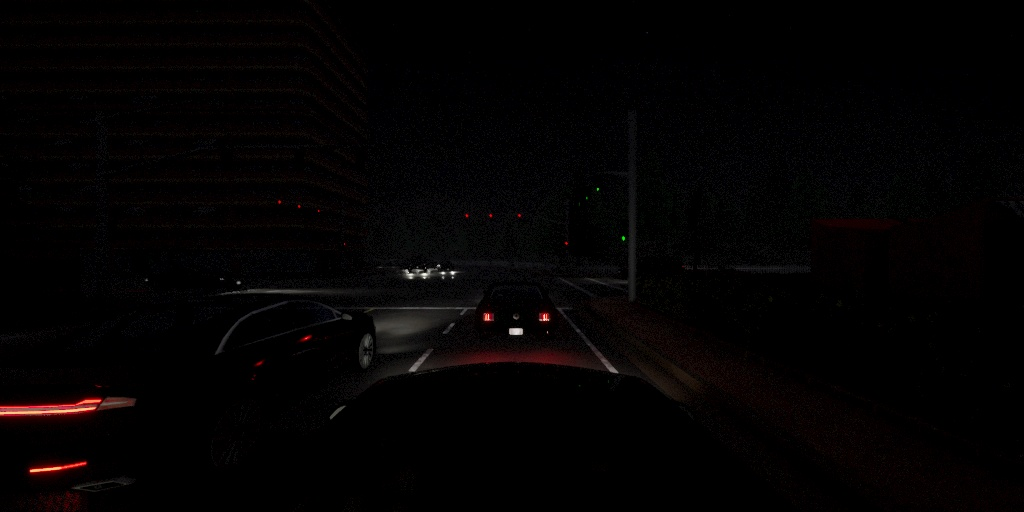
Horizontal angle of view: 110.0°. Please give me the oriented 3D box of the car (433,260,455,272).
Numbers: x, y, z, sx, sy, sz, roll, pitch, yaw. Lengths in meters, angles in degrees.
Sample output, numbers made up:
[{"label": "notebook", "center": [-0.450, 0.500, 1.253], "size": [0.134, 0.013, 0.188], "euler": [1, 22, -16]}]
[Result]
[{"label": "car", "center": [-8.870, 1.297, 47.747], "size": [2.033, 1.411, 5.357], "euler": [0, 0, -18]}]

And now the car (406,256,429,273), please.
[{"label": "car", "center": [-11.794, 0.971, 44.803], "size": [2.150, 2.045, 5.566], "euler": [0, 0, -15]}]

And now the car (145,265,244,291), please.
[{"label": "car", "center": [-18.392, 1.297, 20.914], "size": [4.902, 1.511, 2.128], "euler": [0, 0, 1]}]

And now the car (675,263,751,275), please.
[{"label": "car", "center": [15.646, 1.406, 27.799], "size": [4.718, 1.301, 1.895], "euler": [0, 0, 1]}]

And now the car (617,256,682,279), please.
[{"label": "car", "center": [12.142, 1.026, 31.338], "size": [5.566, 2.045, 2.150], "euler": [0, 0, 1]}]

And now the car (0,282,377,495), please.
[{"label": "car", "center": [-3.426, 1.242, 4.729], "size": [2.128, 1.511, 4.902], "euler": [0, 0, 0]}]

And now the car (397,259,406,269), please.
[{"label": "car", "center": [-15.471, 1.276, 53.980], "size": [1.812, 1.442, 4.674], "euler": [0, 0, -31]}]

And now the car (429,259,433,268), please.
[{"label": "car", "center": [-13.173, 1.254, 56.896], "size": [1.837, 1.490, 4.892], "euler": [0, 0, -33]}]

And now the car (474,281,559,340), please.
[{"label": "car", "center": [0.113, 1.351, 9.993], "size": [1.895, 1.301, 4.718], "euler": [0, 0, 1]}]
